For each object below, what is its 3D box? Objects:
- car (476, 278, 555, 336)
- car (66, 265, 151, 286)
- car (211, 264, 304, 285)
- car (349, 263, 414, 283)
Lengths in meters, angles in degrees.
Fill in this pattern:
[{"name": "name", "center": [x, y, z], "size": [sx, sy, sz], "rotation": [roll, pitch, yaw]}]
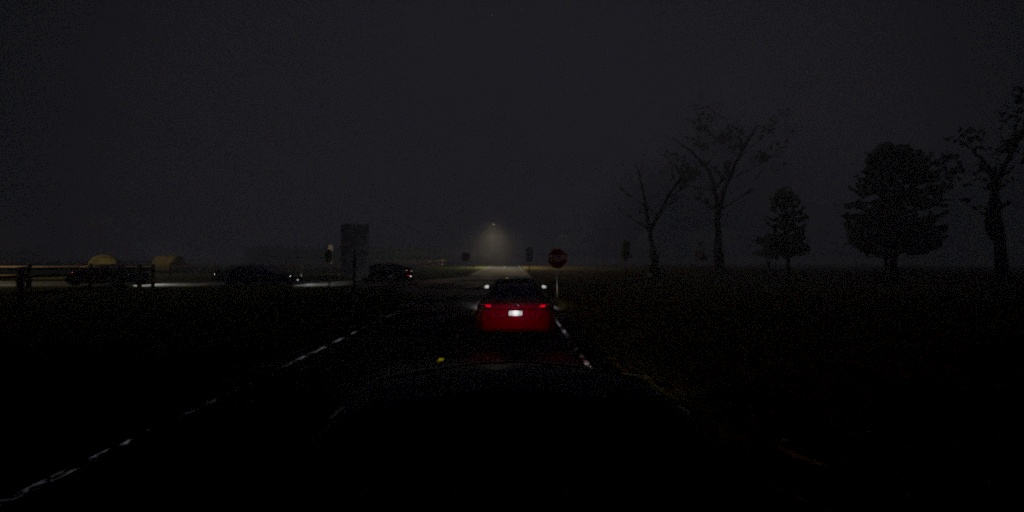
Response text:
[{"name": "car", "center": [0.099, 1.318, 10.442], "size": [1.994, 1.385, 4.181], "rotation": [0, 0, 0]}, {"name": "car", "center": [-27.369, 1.274, 24.480], "size": [4.181, 1.385, 1.994], "rotation": [0, -1, -2]}, {"name": "car", "center": [-17.478, 1.270, 24.765], "size": [5.357, 1.411, 2.033], "rotation": [0, -1, -1]}, {"name": "car", "center": [-10.030, 1.282, 27.552], "size": [4.892, 1.490, 1.837], "rotation": [0, -3, 11]}]
